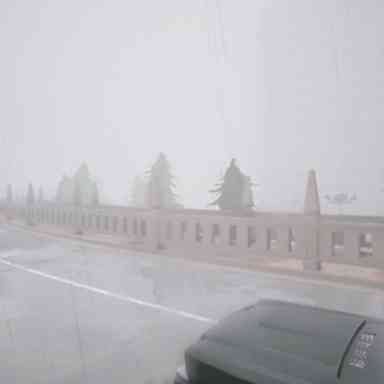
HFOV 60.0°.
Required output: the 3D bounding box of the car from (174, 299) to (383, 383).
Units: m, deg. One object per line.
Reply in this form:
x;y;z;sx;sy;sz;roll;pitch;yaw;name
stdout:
2.179;1.601;2.444;4.718;1.301;1.895;0;0;36;car
